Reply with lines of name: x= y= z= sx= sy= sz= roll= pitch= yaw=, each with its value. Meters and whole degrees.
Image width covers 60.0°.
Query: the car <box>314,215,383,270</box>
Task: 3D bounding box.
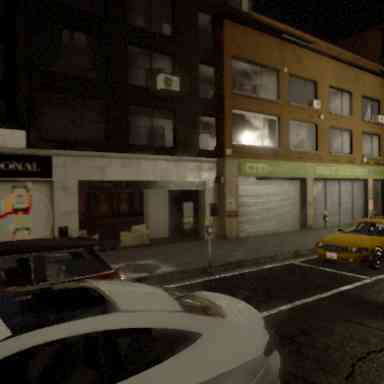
car: x=5.876 y=1.443 z=10.728 sx=4.829 sy=1.417 sz=1.752 roll=-1 pitch=0 yaw=-35

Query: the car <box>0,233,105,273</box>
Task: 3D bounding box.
car: x=-2.938 y=1.440 z=4.446 sx=4.097 sy=1.590 sz=1.967 roll=-1 pitch=0 yaw=-35

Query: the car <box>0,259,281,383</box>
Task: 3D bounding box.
car: x=-1.310 y=1.524 z=2.436 sx=4.674 sy=1.442 sz=1.812 roll=0 pitch=0 yaw=-35
